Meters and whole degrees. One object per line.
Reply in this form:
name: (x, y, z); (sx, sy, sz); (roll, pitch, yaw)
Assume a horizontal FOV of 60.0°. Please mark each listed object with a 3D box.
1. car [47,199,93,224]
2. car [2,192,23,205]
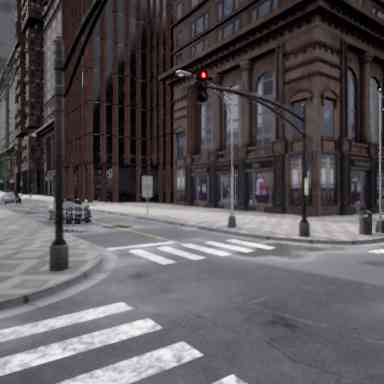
car: (-7.946, 1.246, 21.436); (1.837, 1.490, 4.892); (0, 1, -36)
car: (-22.606, 0.845, 41.751); (1.837, 1.490, 4.892); (0, 1, -36)
